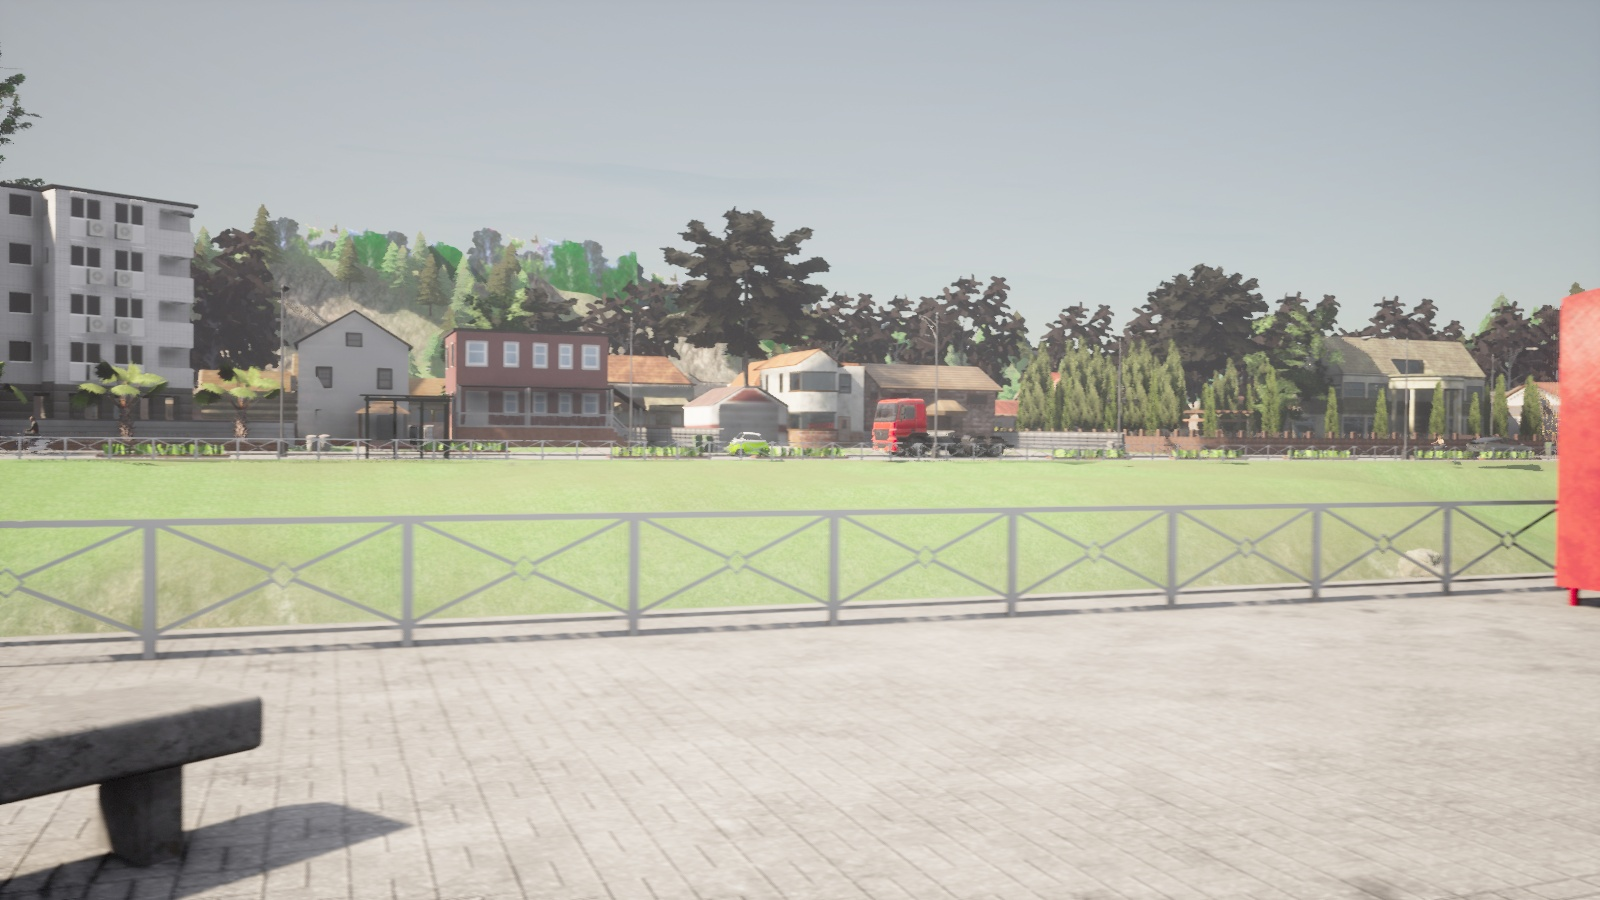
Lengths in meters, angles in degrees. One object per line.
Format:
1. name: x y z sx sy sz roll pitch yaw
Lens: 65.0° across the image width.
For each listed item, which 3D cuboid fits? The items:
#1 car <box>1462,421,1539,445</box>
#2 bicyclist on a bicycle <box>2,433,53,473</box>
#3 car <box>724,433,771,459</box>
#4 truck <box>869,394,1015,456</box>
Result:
1. car: 46.334 -1.108 83.072 4.514 1.525 2.007 -1 1 -21
2. bicyclist on a bicycle: -34.795 0.124 56.568 1.843 1.776 0.659 -1 1 -21
3. car: -2.869 -0.234 68.684 2.207 1.376 1.481 -1 1 -21
4. truck: 8.265 -1.459 72.895 7.936 3.462 2.891 -1 1 -21
